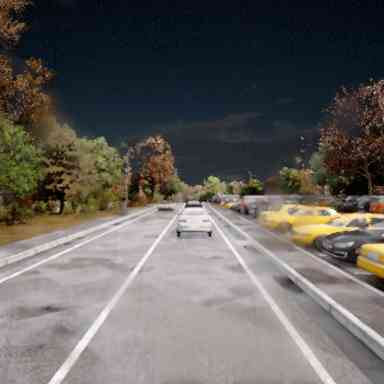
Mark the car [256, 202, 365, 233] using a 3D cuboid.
[{"bbox_3d":[6.771,1.554,19.474,5.366,1.575,1.946,0,0,0],"label":"car"}]

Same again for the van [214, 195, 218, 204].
[{"bbox_3d":[7.215,1.607,66.536,4.442,1.987,1.878,0,0,0],"label":"van"}]

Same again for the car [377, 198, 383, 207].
[{"bbox_3d":[20.128,1.585,30.275,5.008,1.535,2.097,0,0,0],"label":"car"}]

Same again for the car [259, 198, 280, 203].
[{"bbox_3d":[20.583,2.270,88.547,5.008,1.535,2.097,0,-1,0],"label":"car"}]

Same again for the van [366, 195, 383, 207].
[{"bbox_3d":[20.261,1.378,33.045,4.442,1.987,1.878,0,0,0],"label":"van"}]

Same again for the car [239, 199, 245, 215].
[{"bbox_3d":[7.074,1.621,30.445,4.792,1.488,2.163,0,0,0],"label":"car"}]

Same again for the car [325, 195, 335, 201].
[{"bbox_3d":[20.183,1.408,41.356,5.566,2.045,2.435,0,0,0],"label":"car"}]

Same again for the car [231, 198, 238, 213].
[{"bbox_3d":[7.059,1.659,35.998,4.792,1.488,2.163,0,0,0],"label":"car"}]

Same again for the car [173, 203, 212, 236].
[{"bbox_3d":[0.126,1.585,18.623,1.812,1.442,4.674,0,0,0],"label":"car"}]

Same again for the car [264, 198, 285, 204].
[{"bbox_3d":[20.537,2.143,82.882,4.892,1.521,2.231,0,-1,0],"label":"car"}]

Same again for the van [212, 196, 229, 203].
[{"bbox_3d":[7.625,2.053,88.723,4.442,1.987,1.878,0,-1,0],"label":"van"}]

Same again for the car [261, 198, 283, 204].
[{"bbox_3d":[20.560,2.205,85.652,5.008,1.535,2.097,0,-1,0],"label":"car"}]

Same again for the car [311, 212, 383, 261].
[{"bbox_3d":[6.896,1.573,11.024,4.892,1.521,2.231,0,0,0],"label":"car"}]

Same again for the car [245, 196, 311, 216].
[{"bbox_3d":[7.053,1.450,27.672,4.553,1.767,2.185,0,0,0],"label":"car"}]

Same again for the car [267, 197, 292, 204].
[{"bbox_3d":[20.314,2.013,77.344,5.366,1.575,1.946,0,-1,0],"label":"car"}]

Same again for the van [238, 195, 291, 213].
[{"bbox_3d":[7.183,1.385,33.222,4.442,1.987,1.878,0,0,0],"label":"van"}]

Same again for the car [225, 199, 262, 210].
[{"bbox_3d":[7.183,1.704,47.101,4.892,1.521,2.231,0,0,0],"label":"car"}]

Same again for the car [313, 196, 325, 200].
[{"bbox_3d":[20.250,1.696,46.895,5.008,1.535,2.097,0,0,0],"label":"car"}]

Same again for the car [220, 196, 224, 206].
[{"bbox_3d":[7.193,1.723,49.878,4.892,1.521,2.231,0,0,0],"label":"car"}]

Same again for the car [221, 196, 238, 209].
[{"bbox_3d":[6.969,1.682,44.327,5.366,1.575,1.946,0,0,0],"label":"car"}]

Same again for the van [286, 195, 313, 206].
[{"bbox_3d":[20.506,1.582,63.641,4.442,1.987,1.878,0,0,0],"label":"van"}]

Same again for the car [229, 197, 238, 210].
[{"bbox_3d":[7.081,1.677,38.774,4.792,1.488,2.163,0,0,0],"label":"car"}]

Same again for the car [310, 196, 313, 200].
[{"bbox_3d":[20.281,1.756,49.790,4.674,1.452,2.002,0,0,0],"label":"car"}]

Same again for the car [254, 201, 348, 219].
[{"bbox_3d":[7.163,1.554,22.124,5.366,1.575,1.946,0,0,0],"label":"car"}]

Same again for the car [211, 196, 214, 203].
[{"bbox_3d":[7.382,1.600,69.312,5.566,2.045,2.435,0,0,0],"label":"car"}]

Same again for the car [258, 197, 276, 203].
[{"bbox_3d":[20.577,2.205,91.195,4.553,1.767,2.185,0,-1,0],"label":"car"}]

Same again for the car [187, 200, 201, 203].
[{"bbox_3d":[0.189,1.614,35.569,1.882,1.535,5.008,0,0,0],"label":"car"}]

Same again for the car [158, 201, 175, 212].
[{"bbox_3d":[-3.222,1.773,41.850,1.895,1.301,4.718,0,0,0],"label":"car"}]

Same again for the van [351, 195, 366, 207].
[{"bbox_3d":[20.050,1.396,35.817,4.442,1.987,1.878,0,0,0],"label":"van"}]

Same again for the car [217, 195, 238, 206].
[{"bbox_3d":[7.036,1.737,52.655,5.366,1.575,1.946,0,0,0],"label":"car"}]

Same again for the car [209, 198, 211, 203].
[{"bbox_3d":[7.492,2.215,85.943,5.008,1.535,2.097,0,-1,0],"label":"car"}]

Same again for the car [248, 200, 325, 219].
[{"bbox_3d":[6.994,1.565,24.893,4.892,1.521,2.231,0,0,0],"label":"car"}]

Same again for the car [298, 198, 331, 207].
[{"bbox_3d":[20.320,1.792,55.204,4.674,1.452,2.002,0,0,0],"label":"car"}]

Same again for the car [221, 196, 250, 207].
[{"bbox_3d":[7.212,1.633,55.431,4.553,1.767,2.185,0,0,0],"label":"car"}]

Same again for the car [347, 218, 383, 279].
[{"bbox_3d":[7.053,1.574,8.246,5.366,1.575,1.946,0,0,0],"label":"car"}]

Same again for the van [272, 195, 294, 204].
[{"bbox_3d":[20.359,1.727,74.581,4.442,1.987,1.878,0,-1,0],"label":"van"}]

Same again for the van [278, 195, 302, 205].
[{"bbox_3d":[20.317,1.619,69.191,4.442,1.987,1.878,0,-1,0],"label":"van"}]

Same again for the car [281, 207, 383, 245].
[{"bbox_3d":[6.726,1.563,13.801,5.366,1.575,1.946,0,0,0],"label":"car"}]

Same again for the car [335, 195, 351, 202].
[{"bbox_3d":[20.161,1.389,38.586,5.566,2.045,2.435,0,0,0],"label":"car"}]

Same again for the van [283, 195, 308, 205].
[{"bbox_3d":[20.526,1.600,66.286,4.442,1.987,1.878,0,0,0],"label":"van"}]

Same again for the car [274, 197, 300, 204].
[{"bbox_3d":[20.459,1.889,71.806,5.008,1.535,2.097,0,-1,0],"label":"car"}]

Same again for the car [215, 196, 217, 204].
[{"bbox_3d":[7.282,1.796,60.982,5.008,1.535,2.097,0,0,0],"label":"car"}]

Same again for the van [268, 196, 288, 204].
[{"bbox_3d":[20.637,1.853,80.117,4.442,1.987,1.878,0,-1,0],"label":"van"}]

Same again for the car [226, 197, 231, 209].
[{"bbox_3d":[7.104,1.696,41.550,4.792,1.488,2.163,0,0,0],"label":"car"}]

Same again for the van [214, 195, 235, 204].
[{"bbox_3d":[7.281,1.737,74.847,4.442,1.987,1.878,0,-1,0],"label":"van"}]
